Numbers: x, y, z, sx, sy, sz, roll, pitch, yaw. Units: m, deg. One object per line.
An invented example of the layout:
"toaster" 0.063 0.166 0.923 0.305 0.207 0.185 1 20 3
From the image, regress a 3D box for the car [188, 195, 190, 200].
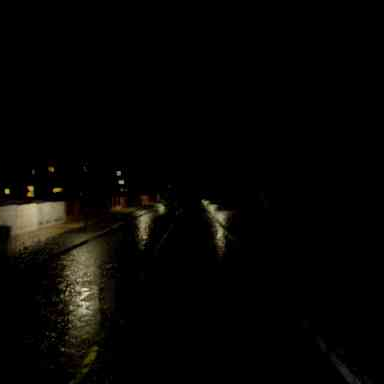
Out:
"car" 0.034 1.341 83.769 2.033 1.411 5.357 0 0 0

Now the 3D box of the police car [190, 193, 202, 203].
"police car" 0.988 1.363 65.454 1.930 1.638 5.238 0 0 0

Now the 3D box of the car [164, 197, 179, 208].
"car" -2.812 1.443 46.449 1.882 1.535 5.008 0 0 0
